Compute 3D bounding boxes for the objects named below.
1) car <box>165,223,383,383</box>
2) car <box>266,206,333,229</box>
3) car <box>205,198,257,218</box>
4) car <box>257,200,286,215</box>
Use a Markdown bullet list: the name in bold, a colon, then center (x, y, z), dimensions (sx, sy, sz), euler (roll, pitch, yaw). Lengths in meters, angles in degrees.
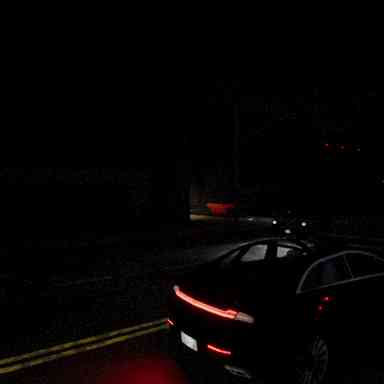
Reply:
- **car**: center (1.942, 1.491, 5.209), dimensions (4.902, 1.511, 2.128), euler (0, 0, -35)
- **car**: center (5.987, 1.598, 17.801), dimensions (1.895, 1.301, 4.718), euler (0, 0, 37)
- **car**: center (3.269, 1.349, 30.282), dimensions (2.097, 1.767, 4.553), euler (0, 0, -37)
- **car**: center (7.073, 1.499, 31.036), dimensions (1.837, 1.490, 4.892), euler (0, 0, -37)
